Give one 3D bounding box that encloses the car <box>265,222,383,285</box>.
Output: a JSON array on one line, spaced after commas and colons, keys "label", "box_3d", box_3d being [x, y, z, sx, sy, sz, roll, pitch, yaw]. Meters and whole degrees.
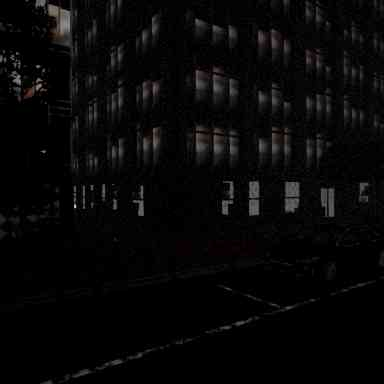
[{"label": "car", "box_3d": [3.932, 1.549, 9.401, 4.403, 1.369, 2.008, 0, -1, -36]}]
